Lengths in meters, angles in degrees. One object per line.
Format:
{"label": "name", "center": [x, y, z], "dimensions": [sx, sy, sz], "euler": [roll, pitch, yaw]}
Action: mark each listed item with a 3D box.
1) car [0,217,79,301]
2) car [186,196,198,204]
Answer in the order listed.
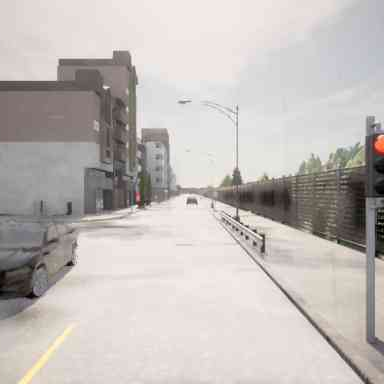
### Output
{"label": "car", "center": [-4.299, 1.478, 8.550], "dimensions": [1.882, 1.535, 5.008], "euler": [1, 0, -6]}
{"label": "car", "center": [0.016, 1.525, 61.574], "dimensions": [1.812, 1.442, 4.674], "euler": [0, 0, 0]}
